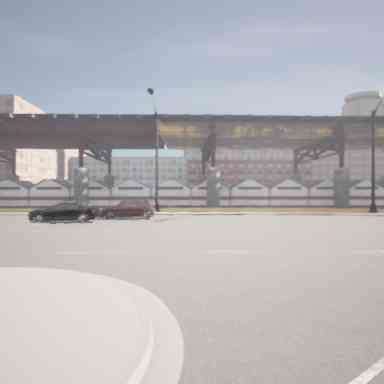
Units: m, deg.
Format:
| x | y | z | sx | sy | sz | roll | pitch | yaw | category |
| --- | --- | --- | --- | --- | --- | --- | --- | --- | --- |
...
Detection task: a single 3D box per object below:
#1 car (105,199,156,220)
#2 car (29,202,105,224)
| x | y | z | sx | sy | sz | roll | pitch | yaw | category |
| --- | --- | --- | --- | --- | --- | --- | --- | --- | --- |
| -5.418 | 1.387 | 28.380 | 4.553 | 1.767 | 2.097 | 0 | 0 | -3 | car |
| -9.431 | 1.514 | 24.759 | 5.008 | 1.535 | 1.882 | 0 | 0 | -4 | car |
